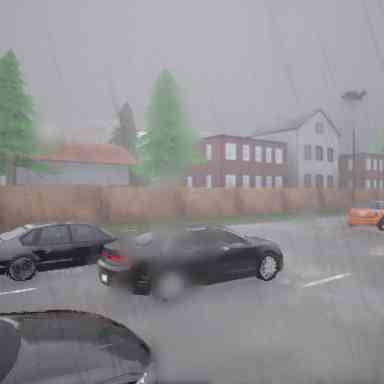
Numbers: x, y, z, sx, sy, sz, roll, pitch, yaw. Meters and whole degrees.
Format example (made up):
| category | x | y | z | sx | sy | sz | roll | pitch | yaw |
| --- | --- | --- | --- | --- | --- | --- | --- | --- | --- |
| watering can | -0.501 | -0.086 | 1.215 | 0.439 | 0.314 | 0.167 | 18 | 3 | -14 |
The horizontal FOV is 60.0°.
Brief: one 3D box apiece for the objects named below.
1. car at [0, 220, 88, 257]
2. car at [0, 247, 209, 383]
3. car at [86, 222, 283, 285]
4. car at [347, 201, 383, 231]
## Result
| category | x | y | z | sx | sy | sz | roll | pitch | yaw |
| --- | --- | --- | --- | --- | --- | --- | --- | --- | --- |
| car | -3.636 | 1.544 | 9.748 | 5.357 | 1.411 | 2.033 | 0 | 0 | -35 |
| car | -2.486 | 1.493 | 1.974 | 4.902 | 1.511 | 2.128 | 0 | 0 | -35 |
| car | 0.185 | 1.499 | 8.175 | 4.892 | 1.490 | 1.837 | 0 | 0 | -35 |
| car | 11.664 | 1.325 | 20.655 | 4.553 | 1.767 | 2.097 | 0 | 0 | -35 |
